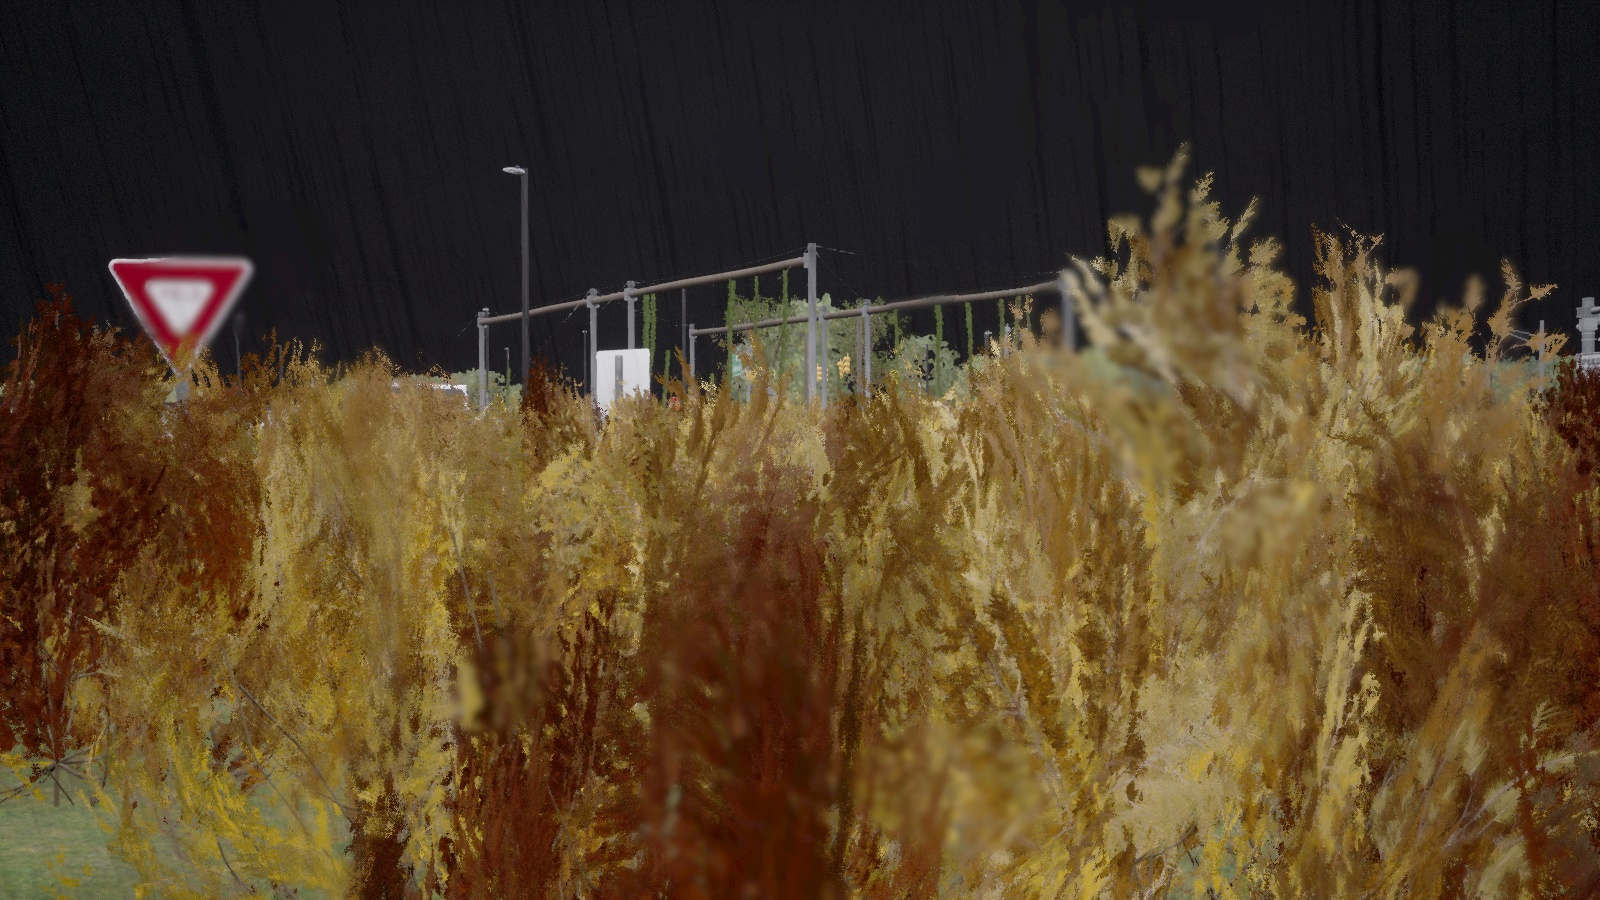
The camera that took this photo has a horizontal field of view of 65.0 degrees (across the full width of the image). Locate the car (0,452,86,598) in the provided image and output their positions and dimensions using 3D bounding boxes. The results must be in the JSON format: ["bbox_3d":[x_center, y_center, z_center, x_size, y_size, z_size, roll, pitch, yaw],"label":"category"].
[{"bbox_3d":[-10.417,0.753,13.385,4.674,1.442,1.812,0,2,6],"label":"car"}]
